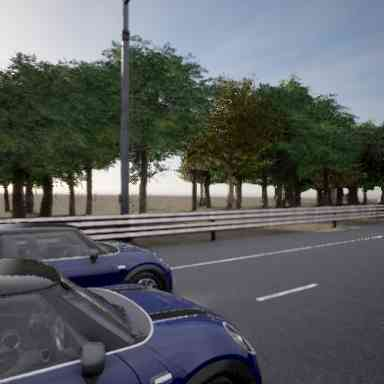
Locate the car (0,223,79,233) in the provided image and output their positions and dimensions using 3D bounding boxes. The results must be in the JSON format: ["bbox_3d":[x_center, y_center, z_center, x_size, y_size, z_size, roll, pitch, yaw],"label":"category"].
[{"bbox_3d":[-2.595,1.359,6.192,4.553,1.767,2.097,0,0,-36],"label":"car"}]

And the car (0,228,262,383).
[{"bbox_3d":[-1.550,1.353,2.640,4.553,1.767,2.097,0,0,-36],"label":"car"}]
